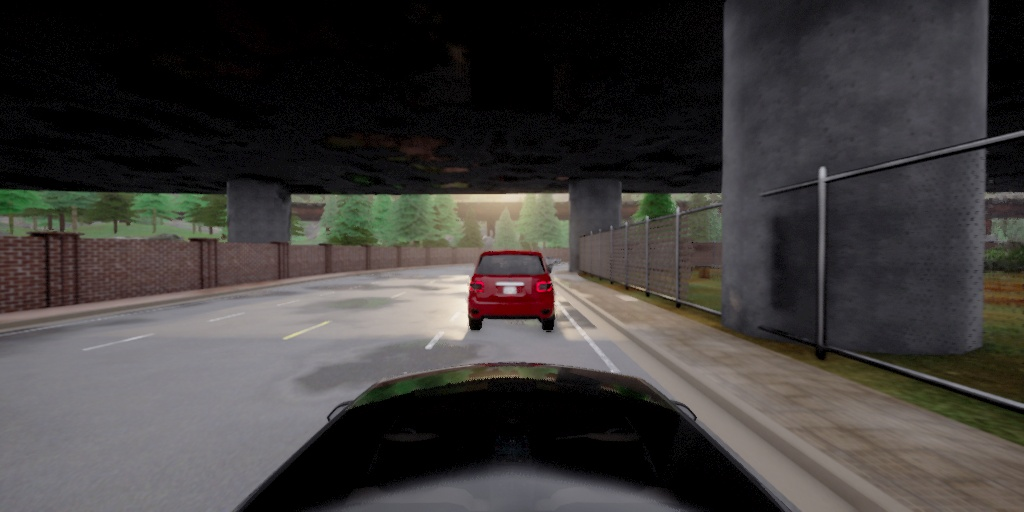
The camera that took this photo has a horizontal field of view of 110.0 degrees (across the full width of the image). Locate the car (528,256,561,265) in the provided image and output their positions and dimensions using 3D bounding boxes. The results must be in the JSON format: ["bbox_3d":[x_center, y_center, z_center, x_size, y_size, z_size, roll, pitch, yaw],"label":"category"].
[{"bbox_3d":[4.786,0.669,52.746,4.718,1.301,1.895,0,1,-29],"label":"car"}]

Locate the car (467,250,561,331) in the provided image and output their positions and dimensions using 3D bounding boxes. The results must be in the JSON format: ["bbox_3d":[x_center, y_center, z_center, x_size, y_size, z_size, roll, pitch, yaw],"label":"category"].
[{"bbox_3d":[0.050,0.848,10.719,2.150,2.045,5.566,0,0,2],"label":"car"}]
